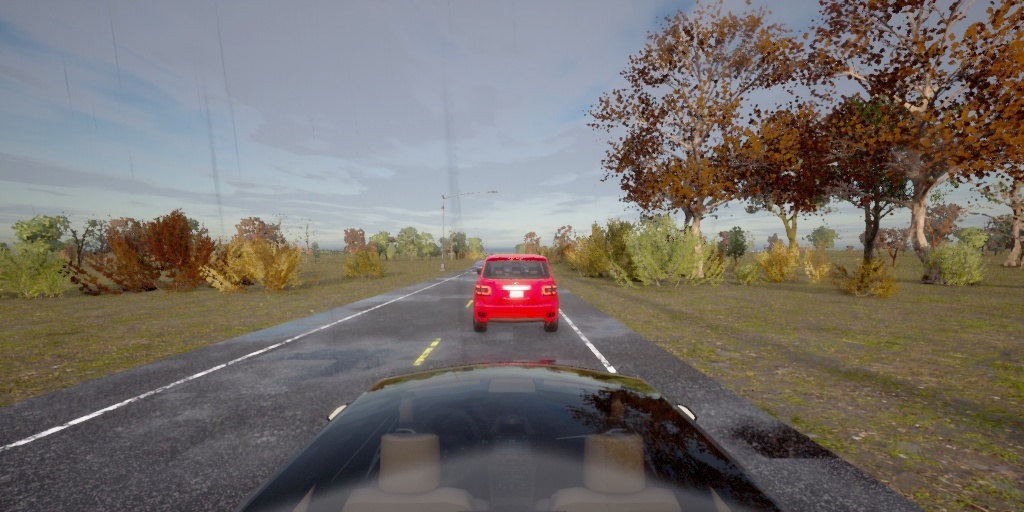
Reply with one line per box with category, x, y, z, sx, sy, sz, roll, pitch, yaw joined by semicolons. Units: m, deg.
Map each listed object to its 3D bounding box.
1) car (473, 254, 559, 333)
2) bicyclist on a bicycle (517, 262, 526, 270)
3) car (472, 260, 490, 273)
car;0.083;0.968;10.925;2.150;2.045;5.566;0;0;-1
bicyclist on a bicycle;0.874;1.110;30.104;0.659;1.776;1.843;0;0;0
car;-3.800;1.261;44.647;1.812;1.442;4.674;0;0;-1
